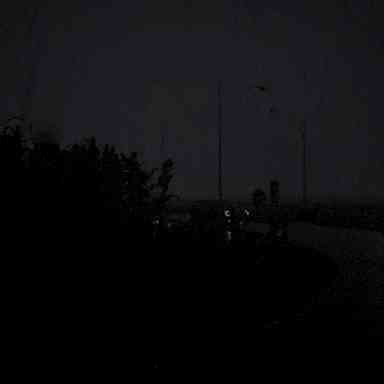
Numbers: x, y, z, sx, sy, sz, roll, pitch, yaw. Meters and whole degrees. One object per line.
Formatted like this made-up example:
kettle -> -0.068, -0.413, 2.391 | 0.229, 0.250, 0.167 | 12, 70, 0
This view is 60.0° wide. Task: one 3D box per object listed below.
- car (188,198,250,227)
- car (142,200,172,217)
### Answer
car -> 1.694, 1.274, 21.828 | 2.097, 1.767, 4.553 | 0, 0, -36
car -> -3.891, 1.439, 29.592 | 2.033, 1.411, 5.357 | 0, 0, -36
